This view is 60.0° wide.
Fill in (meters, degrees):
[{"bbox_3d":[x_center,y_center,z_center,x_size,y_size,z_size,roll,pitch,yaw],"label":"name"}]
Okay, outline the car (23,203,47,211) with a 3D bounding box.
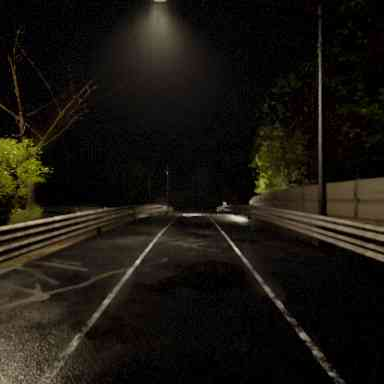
[{"bbox_3d":[-28.572,2.700,58.541,5.566,2.045,2.150,3,-5,-32],"label":"car"}]
